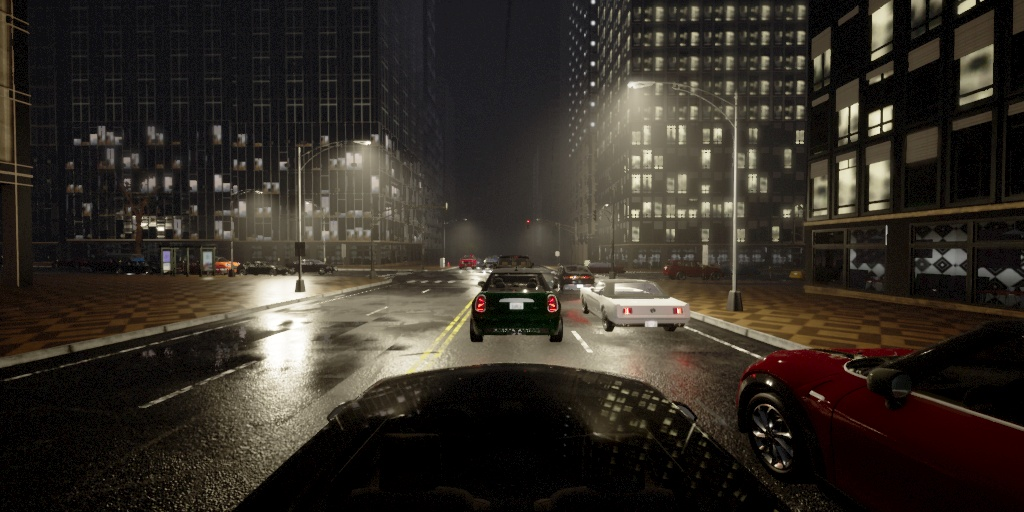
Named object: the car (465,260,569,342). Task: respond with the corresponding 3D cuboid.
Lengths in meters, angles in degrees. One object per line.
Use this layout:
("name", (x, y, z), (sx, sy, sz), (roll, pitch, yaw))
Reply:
("car", (0.101, 1.099, 9.888), (2.097, 1.767, 4.553), (0, 0, 0))

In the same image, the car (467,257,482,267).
("car", (-6.552, 1.054, 63.570), (2.097, 1.767, 4.553), (0, 0, 0))

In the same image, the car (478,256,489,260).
("car", (-3.336, 1.206, 52.439), (2.128, 1.511, 4.902), (0, 0, 0))

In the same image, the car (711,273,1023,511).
("car", (3.350, 1.102, 1.821), (2.097, 1.767, 4.553), (0, 0, 0))

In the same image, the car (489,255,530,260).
("car", (0.103, 0.963, 19.600), (2.150, 2.045, 5.566), (0, 0, 0))

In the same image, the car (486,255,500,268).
("car", (-3.314, 0.925, 62.602), (2.150, 2.045, 5.566), (0, 0, 0))

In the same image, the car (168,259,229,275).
("car", (-28.410, 1.138, 32.897), (4.207, 1.307, 1.802), (0, 0, 1))

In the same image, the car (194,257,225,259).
("car", (-29.422, 0.855, 35.607), (4.553, 1.767, 2.097), (1, 1, 1))

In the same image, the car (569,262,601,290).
("car", (3.353, 1.245, 20.097), (1.837, 1.490, 4.892), (0, 0, 0))

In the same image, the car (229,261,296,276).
("car", (-22.726, 1.173, 32.763), (4.313, 1.339, 1.948), (0, 0, 1))

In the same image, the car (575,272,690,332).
("car", (3.352, 1.347, 10.839), (1.895, 1.301, 4.718), (0, 0, 0))

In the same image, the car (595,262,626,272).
("car", (9.360, 1.340, 38.515), (5.357, 1.411, 2.033), (1, 1, 8))

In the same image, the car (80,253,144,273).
("car", (-39.417, 0.764, 35.817), (4.553, 1.767, 2.097), (1, 1, 1))

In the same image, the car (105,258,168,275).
("car", (-34.091, 1.069, 33.071), (4.313, 1.339, 1.948), (0, 0, 1))

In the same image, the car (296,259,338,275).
("car", (-19.804, 1.081, 35.411), (4.902, 1.511, 2.128), (1, 1, 1))

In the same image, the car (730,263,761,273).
("car", (23.117, 1.468, 37.888), (5.357, 1.411, 2.033), (1, 1, 1))

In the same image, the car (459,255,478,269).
("car", (-6.590, 0.935, 53.972), (2.150, 2.045, 5.566), (0, 0, 0))

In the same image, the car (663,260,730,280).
("car", (16.198, 1.268, 32.230), (5.009, 1.841, 2.192), (0, 0, 1))

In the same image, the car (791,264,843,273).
("car", (27.647, 1.578, 32.031), (4.829, 1.417, 1.751), (0, 0, 1))
